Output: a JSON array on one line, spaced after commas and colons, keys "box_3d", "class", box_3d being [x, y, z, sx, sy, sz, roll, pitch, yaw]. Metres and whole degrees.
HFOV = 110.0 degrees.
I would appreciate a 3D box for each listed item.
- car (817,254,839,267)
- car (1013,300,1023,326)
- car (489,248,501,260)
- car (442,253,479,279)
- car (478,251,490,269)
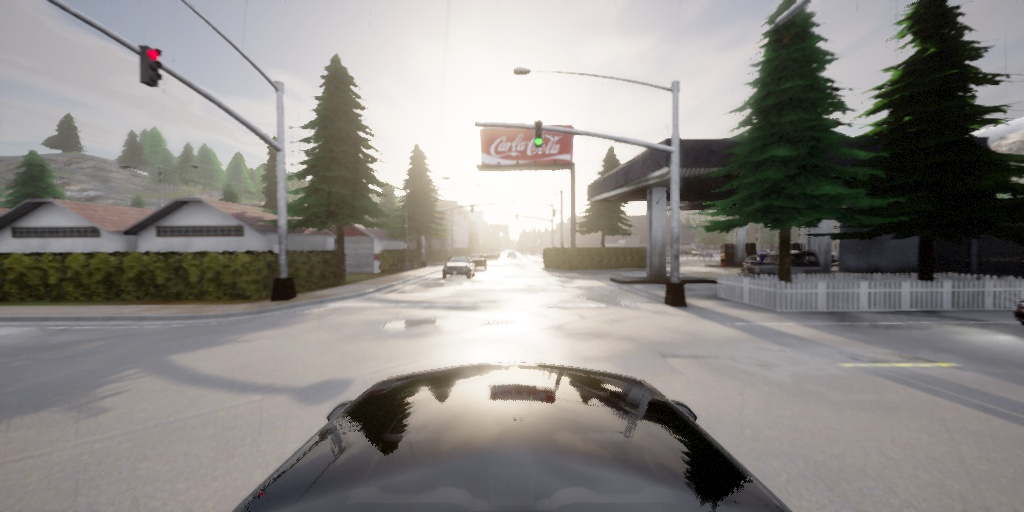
[{"box_3d": [39.448, 0.244, 41.900, 5.357, 1.411, 2.033, 0, 1, 0], "class": "car"}, {"box_3d": [14.741, 1.142, 8.220, 4.674, 1.442, 1.812, 0, 1, 0], "class": "car"}, {"box_3d": [-3.520, -0.169, 63.404, 1.882, 1.535, 5.008, 0, 1, 0], "class": "car"}, {"box_3d": [-3.591, 0.737, 24.923, 1.812, 1.442, 4.674, 1, 1, 0], "class": "car"}, {"box_3d": [-3.359, 0.488, 35.212, 1.882, 1.535, 5.008, 0, 0, -3], "class": "car"}]
